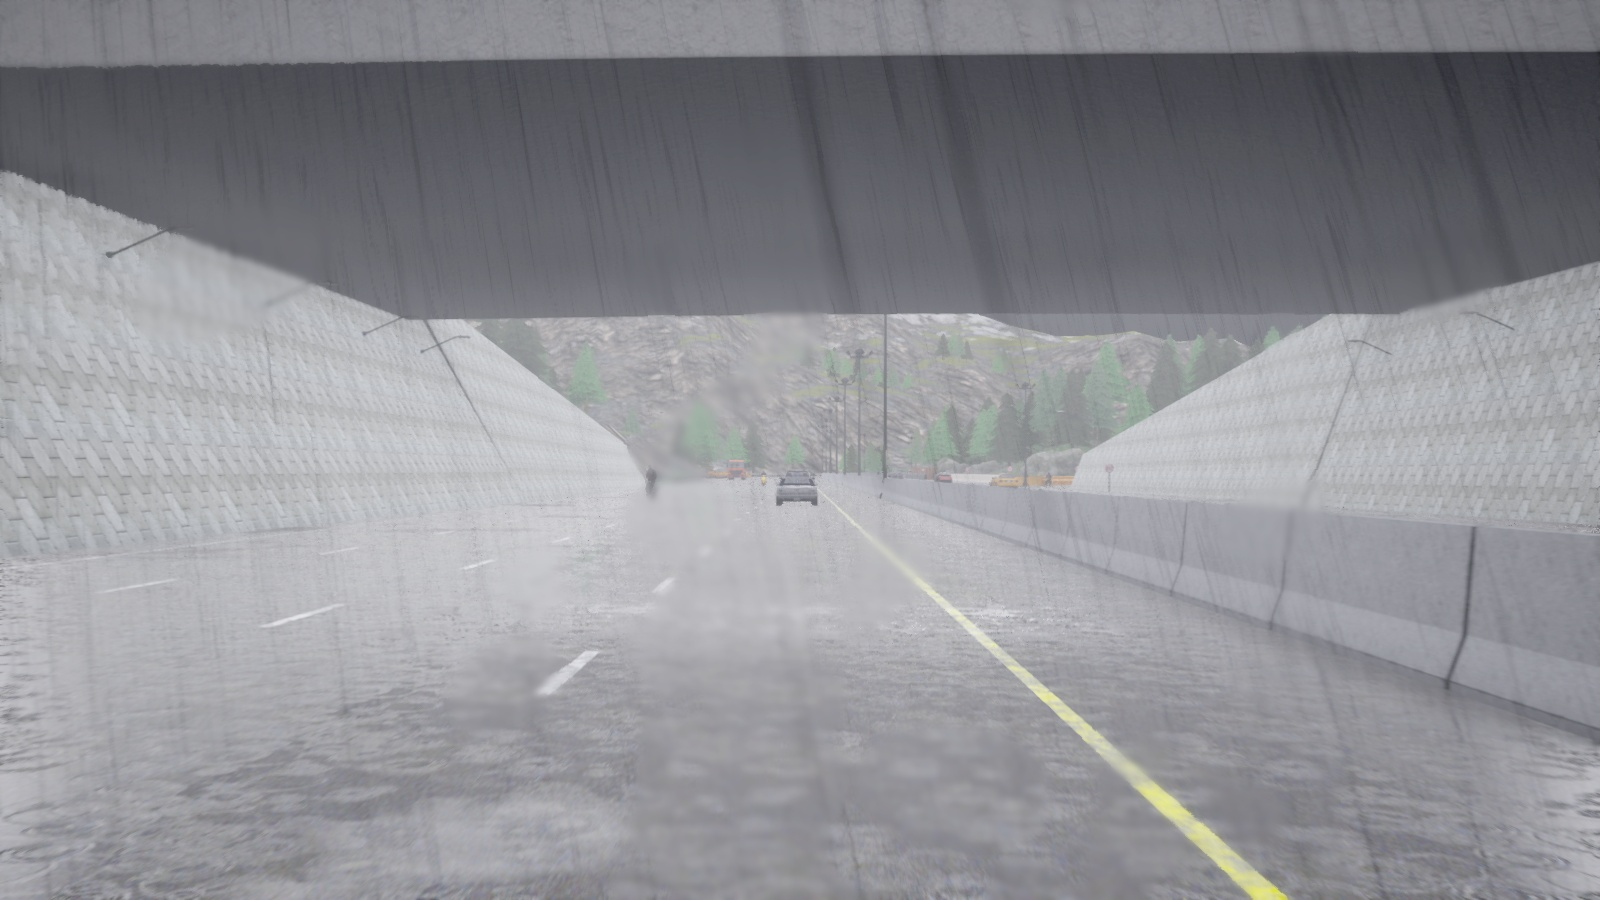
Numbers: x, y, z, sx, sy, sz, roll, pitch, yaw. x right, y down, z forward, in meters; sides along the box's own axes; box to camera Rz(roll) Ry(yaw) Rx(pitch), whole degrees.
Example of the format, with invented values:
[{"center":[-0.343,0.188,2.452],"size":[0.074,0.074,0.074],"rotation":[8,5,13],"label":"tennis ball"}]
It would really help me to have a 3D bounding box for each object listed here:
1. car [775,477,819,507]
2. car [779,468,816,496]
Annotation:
[{"center":[-0.120,1.869,56.952],"size":[1.895,1.301,4.718],"rotation":[0,-1,0],"label":"car"},{"center":[-0.150,1.983,79.082],"size":[2.242,1.667,4.611],"rotation":[0,-1,0],"label":"car"}]
